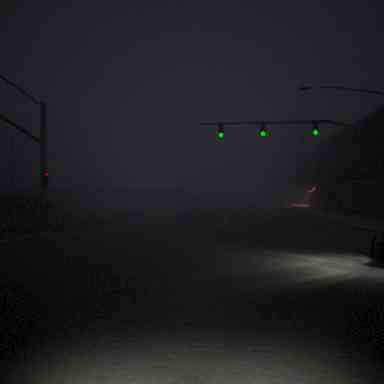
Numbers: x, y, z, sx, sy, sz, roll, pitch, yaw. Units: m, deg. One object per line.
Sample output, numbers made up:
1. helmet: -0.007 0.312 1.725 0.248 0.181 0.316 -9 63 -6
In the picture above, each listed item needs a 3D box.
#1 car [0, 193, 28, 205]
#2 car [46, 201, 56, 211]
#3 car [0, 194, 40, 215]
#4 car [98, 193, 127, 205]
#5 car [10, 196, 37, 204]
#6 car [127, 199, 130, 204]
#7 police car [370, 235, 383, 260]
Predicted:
1. car: -30.203 1.142 55.734 4.605 1.855 1.932 0 0 9
2. car: -15.912 1.149 33.636 3.866 1.878 1.905 0 0 9
3. car: -16.417 1.147 30.786 4.605 1.855 1.932 0 0 9
4. car: -12.893 1.145 53.026 3.866 1.878 1.905 0 0 9
5. car: -29.689 1.352 58.585 3.905 1.438 1.784 0 0 9
6. car: -12.432 1.384 55.885 3.806 1.475 1.970 0 0 9
7. police car: 8.108 1.507 9.819 4.974 1.542 2.038 0 0 7
